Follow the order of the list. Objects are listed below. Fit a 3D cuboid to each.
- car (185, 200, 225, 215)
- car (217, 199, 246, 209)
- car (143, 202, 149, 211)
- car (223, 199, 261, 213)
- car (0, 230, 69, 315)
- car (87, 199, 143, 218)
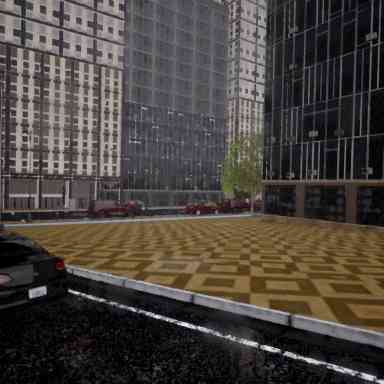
[{"bbox_3d":[1.332,1.966,39.934,4.507,1.381,1.887,1,1,-34],"label":"car"},{"bbox_3d":[6.225,1.872,52.845,4.313,1.339,1.947,1,1,-34],"label":"car"},{"bbox_3d":[-7.798,1.719,43.224,4.403,1.369,2.008,1,1,-34],"label":"car"},{"bbox_3d":[6.011,1.782,43.136,5.009,1.841,2.192,1,1,-34],"label":"car"},{"bbox_3d":[-4.426,1.524,6.835,4.674,1.442,1.812,-1,-1,35],"label":"car"},{"bbox_3d":[-8.012,1.644,33.516,5.009,1.841,2.192,1,1,-34],"label":"car"}]
